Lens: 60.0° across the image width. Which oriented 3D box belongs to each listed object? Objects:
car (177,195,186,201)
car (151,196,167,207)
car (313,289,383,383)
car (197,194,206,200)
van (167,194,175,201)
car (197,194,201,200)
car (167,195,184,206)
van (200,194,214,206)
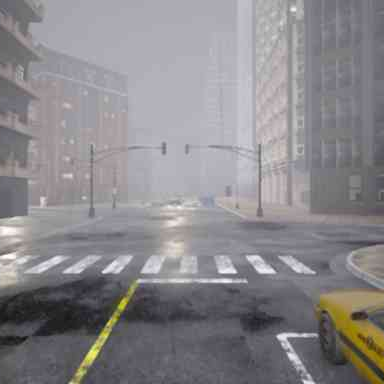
[{"bbox_3d":[-2.738,1.520,84.970,2.128,1.511,4.902,0,0,0],"label":"car"},{"bbox_3d":[-5.304,1.494,51.625,1.752,1.417,4.829,0,0,0],"label":"car"},{"bbox_3d":[2.570,1.521,2.969,1.752,1.417,4.829,0,0,0],"label":"car"},{"bbox_3d":[2.580,1.334,90.662,2.192,1.841,5.009,0,0,0],"label":"car"},{"bbox_3d":[-5.300,1.349,85.109,1.690,1.788,3.998,0,0,0],"label":"van"},{"bbox_3d":[2.578,1.535,74.003,1.887,1.381,4.507,0,0,0],"label":"car"},{"bbox_3d":[-2.798,1.572,54.919,1.895,1.301,4.718,0,0,1],"label":"car"},{"bbox_3d":[2.577,1.310,51.794,1.690,1.788,3.998,0,0,0],"label":"van"}]
